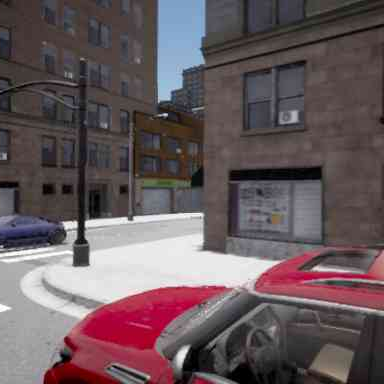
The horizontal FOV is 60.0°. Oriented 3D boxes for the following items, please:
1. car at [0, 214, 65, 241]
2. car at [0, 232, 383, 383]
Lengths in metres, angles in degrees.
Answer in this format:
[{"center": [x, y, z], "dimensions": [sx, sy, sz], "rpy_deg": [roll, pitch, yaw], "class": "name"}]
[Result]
[{"center": [-7.541, 1.653, 14.090], "dimensions": [1.994, 1.385, 4.181], "rpy_deg": [1, 0, 36], "class": "car"}, {"center": [1.157, 1.316, 2.123], "dimensions": [5.009, 1.841, 2.192], "rpy_deg": [0, 1, 35], "class": "car"}]
